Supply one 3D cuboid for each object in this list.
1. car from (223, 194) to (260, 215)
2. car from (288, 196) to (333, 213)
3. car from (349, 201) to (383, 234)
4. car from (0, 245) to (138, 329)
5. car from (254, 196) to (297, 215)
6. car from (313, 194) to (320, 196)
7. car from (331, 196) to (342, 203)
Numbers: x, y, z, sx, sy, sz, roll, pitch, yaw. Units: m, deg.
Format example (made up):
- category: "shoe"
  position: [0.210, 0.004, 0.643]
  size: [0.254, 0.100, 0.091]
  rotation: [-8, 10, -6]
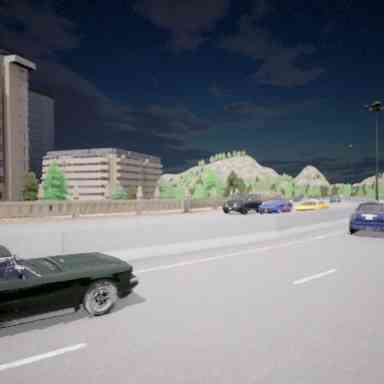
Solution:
- category: "car"
  position: [5.310, 1.209, 33.972]
  size: [2.150, 2.045, 5.566]
  rotation: [0, 0, 37]
- category: "car"
  position: [10.578, 1.431, 29.429]
  size: [1.882, 1.535, 5.008]
  rotation: [0, 0, 37]
- category: "car"
  position: [10.205, 1.297, 17.936]
  size: [2.097, 1.767, 4.553]
  rotation: [0, 0, 44]
- category: "car"
  position: [-3.382, 1.606, 5.783]
  size: [4.718, 1.301, 1.895]
  rotation: [0, 0, -36]
- category: "car"
  position: [8.212, 1.447, 32.082]
  size: [1.882, 1.535, 5.008]
  rotation: [0, 0, 37]
- category: "car"
  position: [26.017, 1.303, 69.568]
  size: [2.097, 1.767, 4.553]
  rotation: [-1, 0, 19]
- category: "car"
  position: [28.495, 1.451, 65.990]
  size: [2.128, 1.511, 4.902]
  rotation: [-1, 0, 19]
